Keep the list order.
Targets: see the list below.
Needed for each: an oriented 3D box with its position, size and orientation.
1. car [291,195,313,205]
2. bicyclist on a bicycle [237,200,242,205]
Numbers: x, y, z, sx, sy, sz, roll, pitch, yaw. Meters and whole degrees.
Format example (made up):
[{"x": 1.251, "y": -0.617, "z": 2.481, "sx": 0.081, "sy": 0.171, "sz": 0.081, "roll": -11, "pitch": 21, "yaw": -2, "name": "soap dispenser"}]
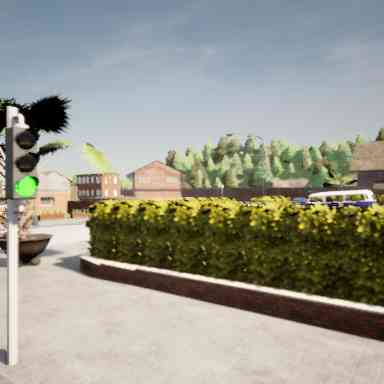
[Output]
[{"x": 15.083, "y": 1.529, "z": 46.503, "sx": 1.882, "sy": 1.535, "sz": 5.008, "roll": 0, "pitch": 0, "yaw": 32, "name": "car"}, {"x": 3.227, "y": 1.385, "z": 22.268, "sx": 1.656, "sy": 1.620, "sz": 0.582, "roll": -1, "pitch": 0, "yaw": 36, "name": "bicyclist on a bicycle"}]
